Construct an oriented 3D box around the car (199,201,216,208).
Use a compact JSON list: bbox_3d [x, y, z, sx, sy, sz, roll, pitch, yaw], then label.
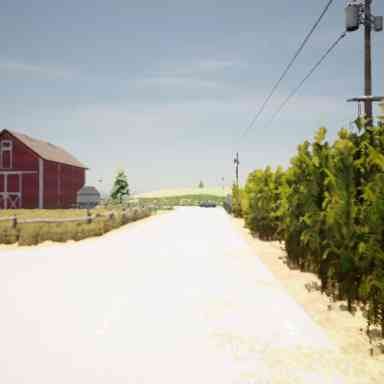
[{"bbox_3d":[2.968,2.386,63.358,1.994,1.385,4.181,0,-1,-21],"label":"car"}]
